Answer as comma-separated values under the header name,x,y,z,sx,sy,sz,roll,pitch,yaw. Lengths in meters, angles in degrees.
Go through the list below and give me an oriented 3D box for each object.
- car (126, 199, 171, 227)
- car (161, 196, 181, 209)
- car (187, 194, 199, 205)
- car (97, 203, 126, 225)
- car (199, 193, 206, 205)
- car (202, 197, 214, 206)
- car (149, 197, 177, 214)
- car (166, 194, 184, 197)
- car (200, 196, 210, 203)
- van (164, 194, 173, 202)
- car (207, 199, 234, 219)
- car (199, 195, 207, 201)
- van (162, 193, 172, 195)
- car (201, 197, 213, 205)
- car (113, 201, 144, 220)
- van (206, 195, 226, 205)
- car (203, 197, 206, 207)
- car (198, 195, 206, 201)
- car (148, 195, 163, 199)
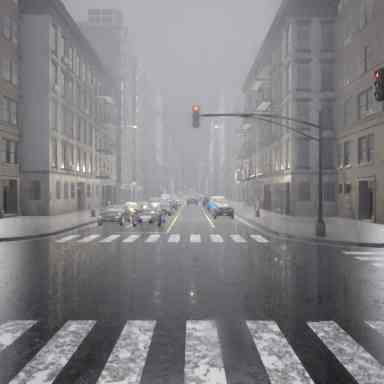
name,x,y,z,sx,sy,sz,roll,pitch,yaw
car,-2.851,1.489,22.855,2.128,1.511,4.902,0,0,0
car,-2.838,1.560,42.752,1.994,1.385,4.181,0,0,1
car,0.094,1.501,57.056,1.837,1.490,4.892,0,0,0
car,-5.392,1.549,23.486,2.008,1.369,4.403,0,0,0
car,2.641,1.311,50.519,2.192,1.841,5.009,0,0,0
car,2.642,1.562,55.925,1.947,1.339,4.313,0,0,0
car,-2.848,1.544,32.738,2.033,1.411,5.357,0,0,0
car,-2.801,1.473,53.007,1.882,1.535,5.008,0,0,1
car,2.644,1.521,66.907,1.752,1.417,4.829,0,0,0
van,-5.446,1.336,77.548,1.690,1.788,3.998,0,0,0
car,2.637,1.548,28.894,2.008,1.369,4.403,0,0,0
car,2.647,1.539,82.957,1.887,1.381,4.507,0,0,0
van,-5.435,1.336,66.736,1.690,1.788,3.998,0,0,0
car,2.643,1.546,61.332,2.008,1.369,4.403,0,0,0
car,-5.398,1.523,28.723,1.752,1.417,4.829,0,0,0
van,2.638,1.338,34.300,1.690,1.788,3.998,0,0,0
car,2.639,1.578,39.707,1.802,1.307,4.206,0,0,0
car,2.648,1.560,88.363,1.947,1.339,4.313,0,0,0
car,-5.414,1.436,45.111,1.967,1.590,4.097,0,0,0
